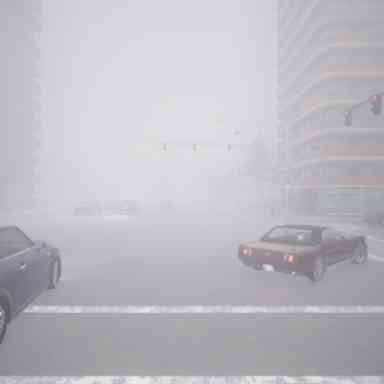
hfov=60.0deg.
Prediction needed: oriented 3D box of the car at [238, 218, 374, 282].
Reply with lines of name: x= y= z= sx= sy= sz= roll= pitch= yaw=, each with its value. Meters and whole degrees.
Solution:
car: x=3.526 y=1.620 z=9.943 sx=4.718 sy=1.301 sz=1.895 roll=0 pitch=0 yaw=-44

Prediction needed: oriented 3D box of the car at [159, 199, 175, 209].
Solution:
car: x=-3.391 y=1.652 z=45.965 sx=1.994 sy=1.385 sz=4.181 roll=0 pitch=0 yaw=0

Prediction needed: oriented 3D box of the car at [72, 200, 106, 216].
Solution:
car: x=-10.565 y=1.571 z=33.842 sx=1.837 sy=1.490 sz=4.892 roll=0 pitch=0 yaw=0

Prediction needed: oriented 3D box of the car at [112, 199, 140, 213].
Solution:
car: x=-7.045 y=1.564 z=37.462 sx=2.128 sy=1.511 sz=4.902 roll=0 pitch=0 yaw=0

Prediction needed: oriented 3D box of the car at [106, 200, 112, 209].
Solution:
car: x=-10.545 y=1.684 z=43.098 sx=1.895 sy=1.301 sz=4.718 roll=0 pitch=0 yaw=0

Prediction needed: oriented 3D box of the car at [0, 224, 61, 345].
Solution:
car: x=-3.991 y=1.364 z=6.181 sx=2.097 sy=1.767 sz=4.553 roll=0 pitch=0 yaw=-8

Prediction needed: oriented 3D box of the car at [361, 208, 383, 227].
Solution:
car: x=13.989 y=1.547 z=22.315 sx=4.892 sy=1.490 sz=1.837 roll=0 pitch=0 yaw=0
